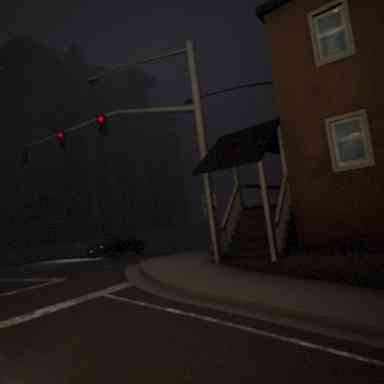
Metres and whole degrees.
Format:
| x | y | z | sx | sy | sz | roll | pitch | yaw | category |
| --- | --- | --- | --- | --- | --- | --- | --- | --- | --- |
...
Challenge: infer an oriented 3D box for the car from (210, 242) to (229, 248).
| x | y | z | sx | sy | sz | roll | pitch | yaw | category |
| --- | --- | --- | --- | --- | --- | --- | --- | --- | --- |
| 3.606 | 6.248 | 36.116 | 2.097 | 1.767 | 4.553 | -10 | -18 | 34 | car |

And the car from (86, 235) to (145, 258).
| x | y | z | sx | sy | sz | roll | pitch | yaw | category |
| --- | --- | --- | --- | --- | --- | --- | --- | --- | --- |
| -5.349 | 3.846 | 23.883 | 1.812 | 1.442 | 4.674 | -10 | -10 | 33 | car |
